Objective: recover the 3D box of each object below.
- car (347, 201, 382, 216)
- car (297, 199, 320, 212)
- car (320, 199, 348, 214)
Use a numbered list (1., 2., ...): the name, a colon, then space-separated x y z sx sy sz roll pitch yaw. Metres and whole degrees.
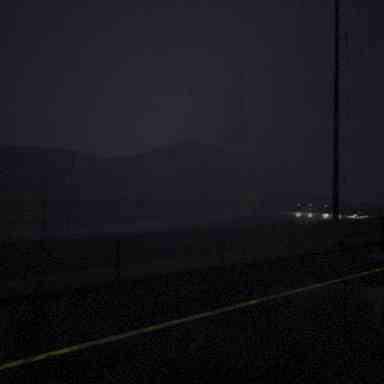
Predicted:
1. car: 20.186 1.909 38.227 2.033 1.411 5.357 0 0 45
2. car: 15.617 1.708 43.611 2.097 1.767 4.553 0 0 44
3. car: 18.067 1.713 41.106 2.097 1.767 4.553 0 0 44
